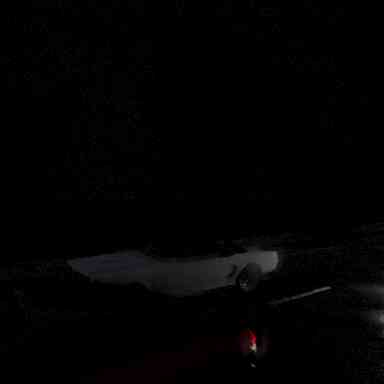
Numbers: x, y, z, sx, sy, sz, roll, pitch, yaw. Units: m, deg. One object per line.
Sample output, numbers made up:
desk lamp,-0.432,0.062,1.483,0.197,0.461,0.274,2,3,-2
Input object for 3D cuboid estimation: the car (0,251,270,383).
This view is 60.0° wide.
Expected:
car,-1.333,1.564,2.728,4.181,1.385,1.994,0,0,-36

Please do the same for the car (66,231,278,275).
car,-0.334,1.609,7.396,4.718,1.301,1.895,0,0,-35
